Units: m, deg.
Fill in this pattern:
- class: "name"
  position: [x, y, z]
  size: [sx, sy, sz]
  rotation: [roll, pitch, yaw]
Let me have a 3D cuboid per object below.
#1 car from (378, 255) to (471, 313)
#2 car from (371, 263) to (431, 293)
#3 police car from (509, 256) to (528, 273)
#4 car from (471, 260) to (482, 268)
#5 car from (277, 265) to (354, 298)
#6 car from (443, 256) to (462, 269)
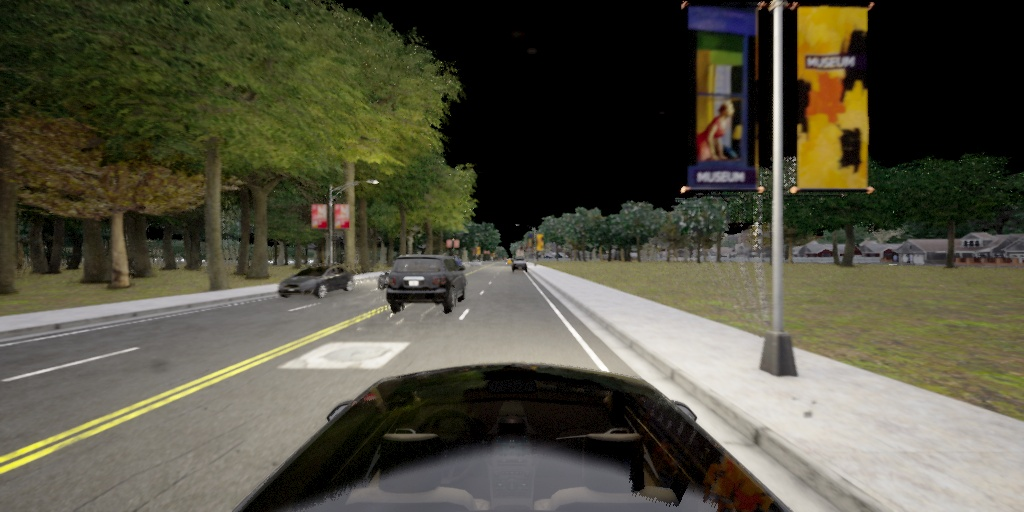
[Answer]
- class: "car"
  position: [-3.156, 0.972, 14.200]
  size: [2.150, 2.045, 5.566]
  rotation: [0, 0, 0]
- class: "car"
  position: [-6.607, 1.246, 21.948]
  size: [2.128, 1.511, 4.902]
  rotation: [0, 0, 0]
- class: "police car"
  position: [0.954, 1.202, 44.969]
  size: [1.930, 1.638, 5.238]
  rotation: [0, 0, 0]
- class: "car"
  position: [-6.539, 1.412, 64.655]
  size: [1.895, 1.301, 4.718]
  rotation: [0, 0, 0]
- class: "car"
  position: [-9.856, 1.258, 18.443]
  size: [1.837, 1.490, 4.892]
  rotation: [0, 0, 0]
- class: "car"
  position: [-9.817, 1.022, 59.766]
  size: [2.150, 2.045, 5.566]
  rotation: [0, 0, 1]
